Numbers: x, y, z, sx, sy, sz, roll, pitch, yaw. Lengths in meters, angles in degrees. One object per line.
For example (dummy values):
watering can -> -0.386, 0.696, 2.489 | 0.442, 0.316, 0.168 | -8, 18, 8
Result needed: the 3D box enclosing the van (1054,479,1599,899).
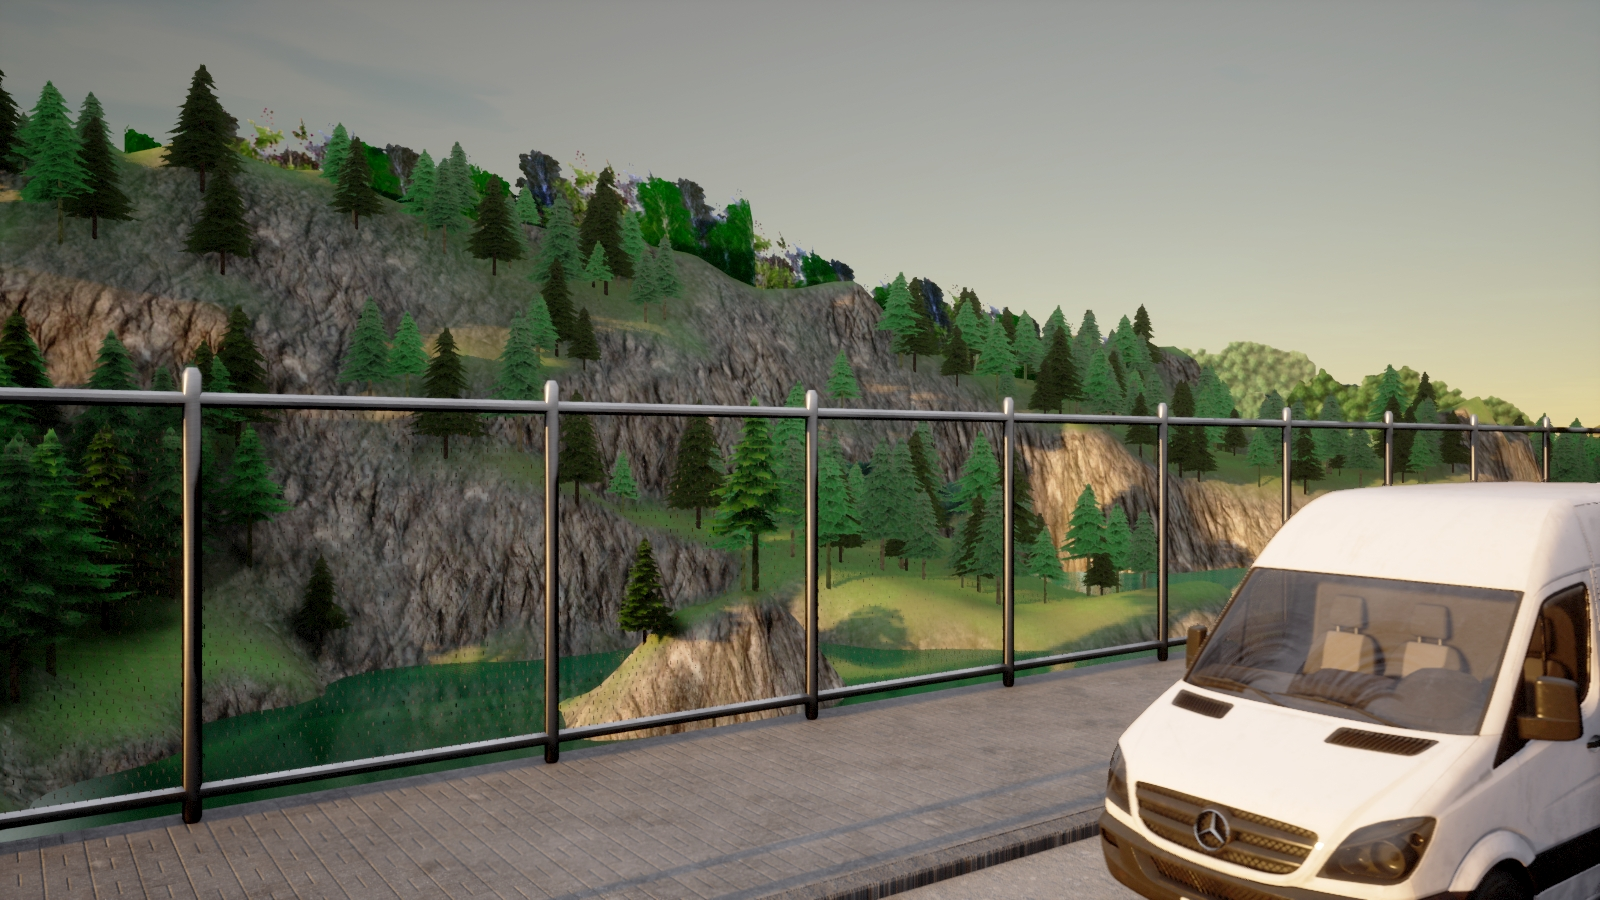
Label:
van -> 4.474, 1.532, 7.519 | 5.915, 2.561, 1.988 | 0, 0, -35
